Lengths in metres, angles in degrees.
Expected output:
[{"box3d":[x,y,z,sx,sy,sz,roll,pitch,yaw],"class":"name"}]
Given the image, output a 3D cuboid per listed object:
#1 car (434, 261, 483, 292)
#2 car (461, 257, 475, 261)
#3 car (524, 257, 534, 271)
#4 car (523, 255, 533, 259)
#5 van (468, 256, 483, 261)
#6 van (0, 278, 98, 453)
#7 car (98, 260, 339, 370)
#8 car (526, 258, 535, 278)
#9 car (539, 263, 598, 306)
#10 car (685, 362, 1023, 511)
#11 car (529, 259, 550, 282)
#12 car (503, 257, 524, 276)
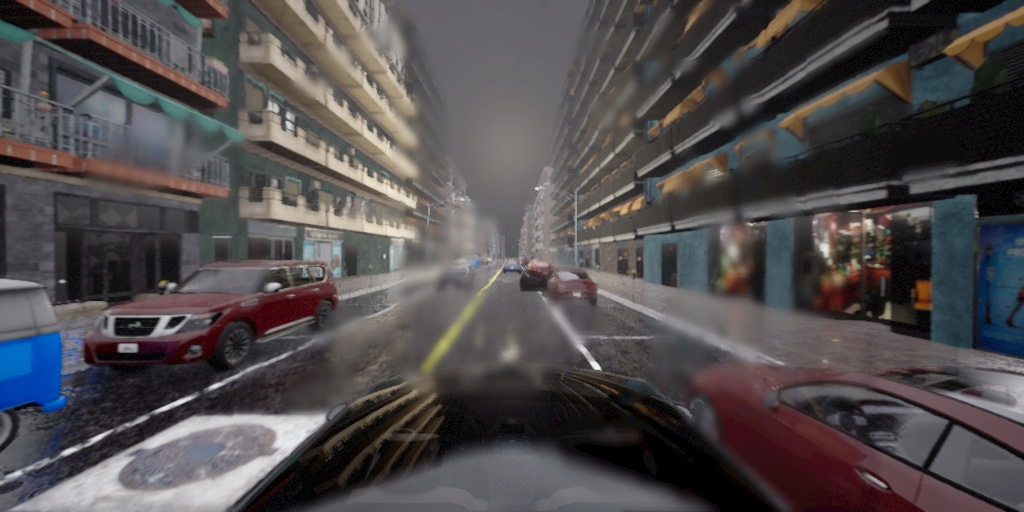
[{"box3d":[-3.101,1.203,20.918,2.033,1.411,5.357,0,0,0],"class":"car"},{"box3d":[-5.691,1.089,41.631,1.751,1.417,4.829,0,0,0],"class":"car"},{"box3d":[2.689,1.089,41.947,1.751,1.417,4.829,0,0,0],"class":"car"},{"box3d":[2.690,0.823,58.761,2.192,1.841,5.009,0,0,0],"class":"car"},{"box3d":[-5.691,0.865,53.123,1.690,1.789,3.998,0,0,0],"class":"van"},{"box3d":[-5.691,1.088,2.170,1.690,1.789,3.998,0,0,0],"class":"van"},{"box3d":[-5.691,1.032,7.829,2.192,1.841,5.009,0,0,0],"class":"car"},{"box3d":[2.689,1.132,36.120,1.888,1.381,4.507,0,0,0],"class":"car"},{"box3d":[2.352,1.208,15.092,1.812,1.442,4.674,0,0,0],"class":"car"},{"box3d":[2.690,1.329,2.149,1.802,1.307,4.207,0,0,0],"class":"car"},{"box3d":[2.690,1.158,30.454,1.888,1.381,4.507,0,0,0],"class":"car"},{"box3d":[0.047,1.137,39.282,1.994,1.385,4.181,0,0,1],"class":"car"}]
